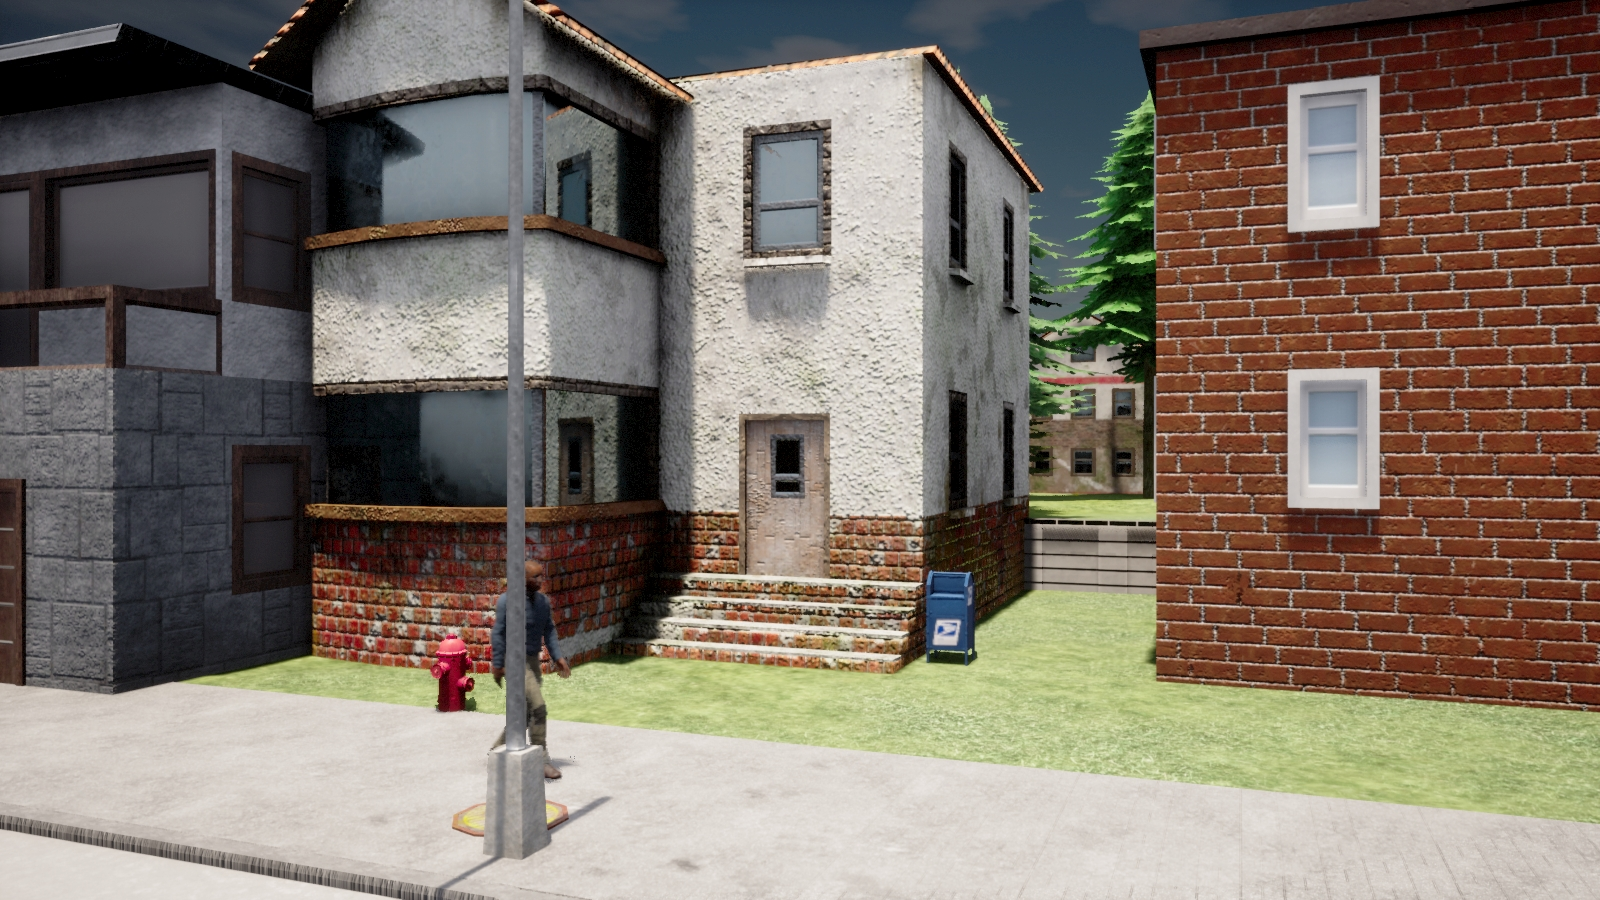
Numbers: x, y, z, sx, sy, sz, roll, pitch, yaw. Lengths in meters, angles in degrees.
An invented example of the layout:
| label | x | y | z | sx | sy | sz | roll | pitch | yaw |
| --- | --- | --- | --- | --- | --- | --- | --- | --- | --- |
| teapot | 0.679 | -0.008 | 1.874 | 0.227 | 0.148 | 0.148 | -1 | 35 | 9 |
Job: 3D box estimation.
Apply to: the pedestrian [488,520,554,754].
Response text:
| label | x | y | z | sx | sy | sz | roll | pitch | yaw |
| --- | --- | --- | --- | --- | --- | --- | --- | --- | --- |
| pedestrian | -2.318 | 1.524 | 9.489 | 0.375 | 1.860 | 0.375 | 0 | 0 | 32 |
